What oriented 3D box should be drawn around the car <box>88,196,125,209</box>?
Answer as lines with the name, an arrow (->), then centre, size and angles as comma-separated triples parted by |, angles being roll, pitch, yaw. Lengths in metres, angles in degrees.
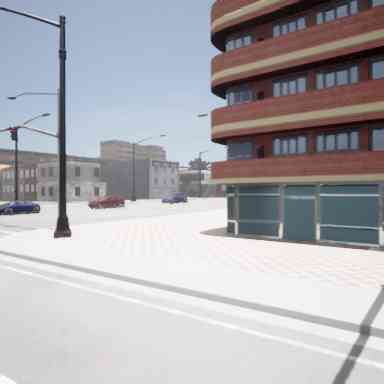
car -> -10.633, 1.272, 41.526 | 1.882, 1.535, 5.008 | 0, 1, 36

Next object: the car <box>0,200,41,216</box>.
car -> -17.169, 1.517, 32.722 | 1.994, 1.385, 4.181 | 0, 1, 36

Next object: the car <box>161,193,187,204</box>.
car -> -2.784, 0.915, 52.081 | 2.097, 1.767, 4.553 | 0, 1, 37
